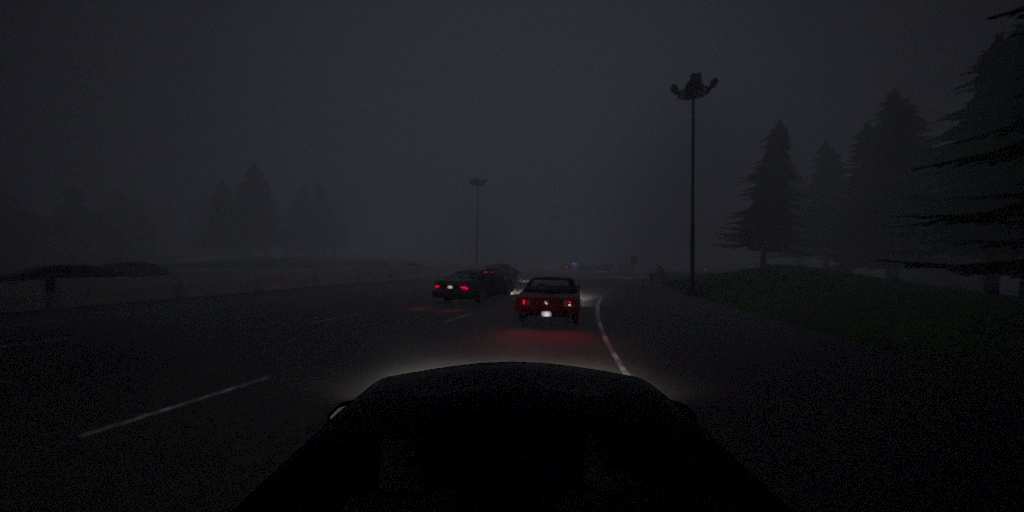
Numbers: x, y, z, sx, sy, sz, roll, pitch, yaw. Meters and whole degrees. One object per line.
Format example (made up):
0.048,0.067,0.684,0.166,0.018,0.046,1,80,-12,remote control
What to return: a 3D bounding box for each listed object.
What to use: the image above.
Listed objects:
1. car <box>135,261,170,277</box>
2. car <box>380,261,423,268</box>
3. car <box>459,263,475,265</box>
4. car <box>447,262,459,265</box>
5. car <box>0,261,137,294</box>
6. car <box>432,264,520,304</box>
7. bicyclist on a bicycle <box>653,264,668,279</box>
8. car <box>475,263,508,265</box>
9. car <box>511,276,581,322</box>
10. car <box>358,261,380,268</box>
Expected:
-25.500,1.086,23.265,1.837,1.490,4.892,1,0,21,car
-11.766,1.335,39.525,1.882,1.535,5.008,0,-1,21,car
-5.808,1.751,55.007,1.895,1.301,4.718,0,-1,21,car
-10.153,1.768,63.063,1.994,1.385,4.181,0,-1,21,car
-20.756,1.116,16.085,1.837,1.490,4.892,0,0,21,car
-1.585,1.300,16.645,2.033,1.411,5.357,0,0,21,car
15.788,1.680,38.456,1.656,1.620,0.582,4,1,21,bicyclist on a bicycle
-0.861,1.362,28.317,1.837,1.490,4.892,0,0,21,car
1.427,1.372,12.434,1.895,1.301,4.718,0,0,11,car
-17.125,1.364,45.079,1.837,1.490,4.892,0,-1,21,car
